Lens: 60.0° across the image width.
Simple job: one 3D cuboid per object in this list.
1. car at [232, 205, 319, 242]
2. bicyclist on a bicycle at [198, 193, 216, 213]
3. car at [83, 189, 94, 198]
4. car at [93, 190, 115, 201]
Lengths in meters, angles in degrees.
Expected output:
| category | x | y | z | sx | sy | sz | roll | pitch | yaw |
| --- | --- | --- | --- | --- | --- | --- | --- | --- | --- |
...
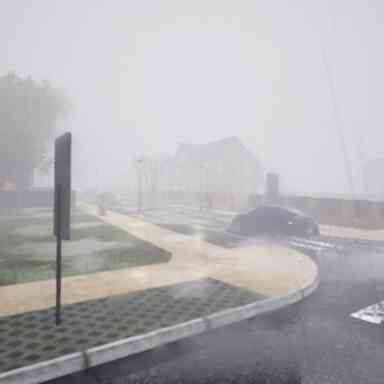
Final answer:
| category | x | y | z | sx | sy | sz | roll | pitch | yaw |
| --- | --- | --- | --- | --- | --- | --- | --- | --- | --- |
| car | 3.731 | 1.334 | 15.445 | 1.812 | 1.442 | 4.674 | 1 | 1 | -26 |
| bicyclist on a bicycle | 1.220 | 0.896 | 26.897 | 1.656 | 1.620 | 0.582 | 1 | 1 | -26 |
| car | -18.402 | 0.213 | 59.919 | 1.837 | 1.490 | 4.892 | 1 | 1 | -26 |
| car | -12.430 | 0.567 | 47.875 | 1.994 | 1.385 | 4.181 | 1 | 1 | -27 |
